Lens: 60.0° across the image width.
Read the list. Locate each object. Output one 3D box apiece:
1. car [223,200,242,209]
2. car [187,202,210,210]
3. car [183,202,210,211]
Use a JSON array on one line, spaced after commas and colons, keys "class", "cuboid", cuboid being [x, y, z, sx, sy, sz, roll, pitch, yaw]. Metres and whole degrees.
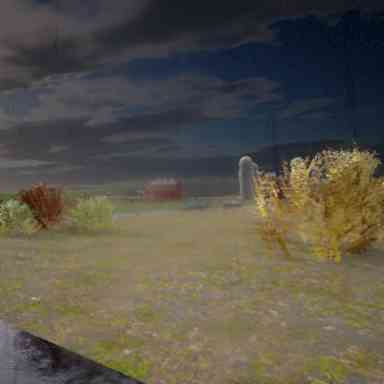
[{"class": "car", "cuboid": [8.017, 2.334, 65.680, 2.097, 1.767, 4.553, -2, -2, 36]}, {"class": "car", "cuboid": [1.271, 2.607, 62.306, 1.895, 1.301, 4.718, -2, -2, 36]}, {"class": "car", "cuboid": [0.461, 2.331, 55.142, 2.128, 1.511, 4.902, -2, -2, 36]}]
